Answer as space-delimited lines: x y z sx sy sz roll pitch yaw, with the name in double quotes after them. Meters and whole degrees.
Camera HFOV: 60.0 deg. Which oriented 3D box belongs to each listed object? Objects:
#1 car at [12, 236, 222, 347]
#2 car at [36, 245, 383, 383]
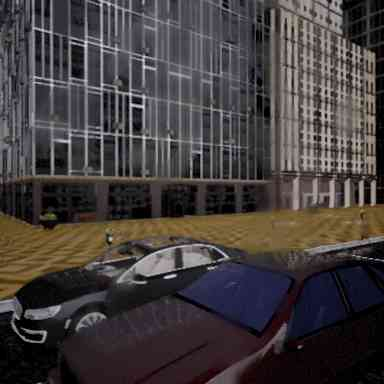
-0.760 1.537 6.017 4.403 1.369 2.008 0 0 -35 "car"
1.167 1.531 4.209 5.357 1.411 2.033 0 0 -35 "car"
